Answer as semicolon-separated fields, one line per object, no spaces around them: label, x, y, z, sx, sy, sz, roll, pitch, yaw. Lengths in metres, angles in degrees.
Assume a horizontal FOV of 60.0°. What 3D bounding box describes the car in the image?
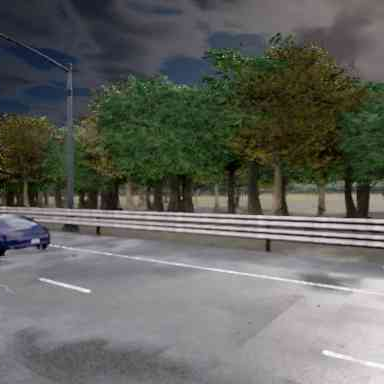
car;-7.650;1.667;13.649;4.674;1.442;1.812;0;0;36
